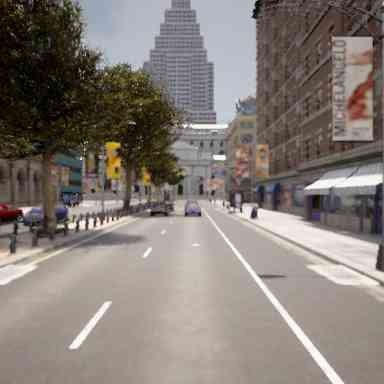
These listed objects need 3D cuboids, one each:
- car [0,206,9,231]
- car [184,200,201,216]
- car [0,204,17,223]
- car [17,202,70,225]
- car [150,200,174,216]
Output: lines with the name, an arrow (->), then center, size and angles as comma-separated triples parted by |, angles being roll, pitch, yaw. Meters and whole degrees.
car -> -11.500, 1.669, 16.545 | 1.837, 1.490, 4.892 | 0, -1, 0
car -> 0.103, 1.911, 36.818 | 2.033, 1.411, 5.357 | 0, -1, 0
car -> -15.000, 1.733, 25.729 | 1.882, 1.535, 5.008 | 0, -1, 0
car -> -11.500, 1.615, 26.535 | 2.097, 1.767, 4.553 | 0, -1, 0
car -> -3.500, 1.910, 36.650 | 2.033, 1.411, 5.357 | 0, -1, 0
